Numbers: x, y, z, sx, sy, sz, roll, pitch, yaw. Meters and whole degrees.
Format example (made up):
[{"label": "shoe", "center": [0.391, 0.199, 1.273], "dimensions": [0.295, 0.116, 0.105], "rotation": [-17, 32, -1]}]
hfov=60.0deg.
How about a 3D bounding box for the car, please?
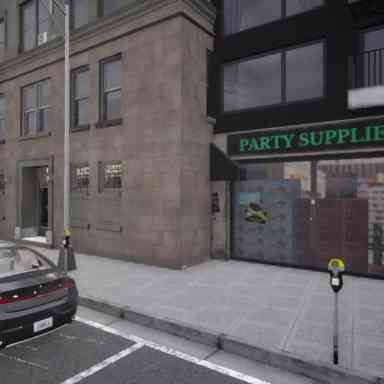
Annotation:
[{"label": "car", "center": [-3.788, 1.551, 5.746], "dimensions": [4.403, 1.369, 2.008], "rotation": [0, 0, 35]}]
